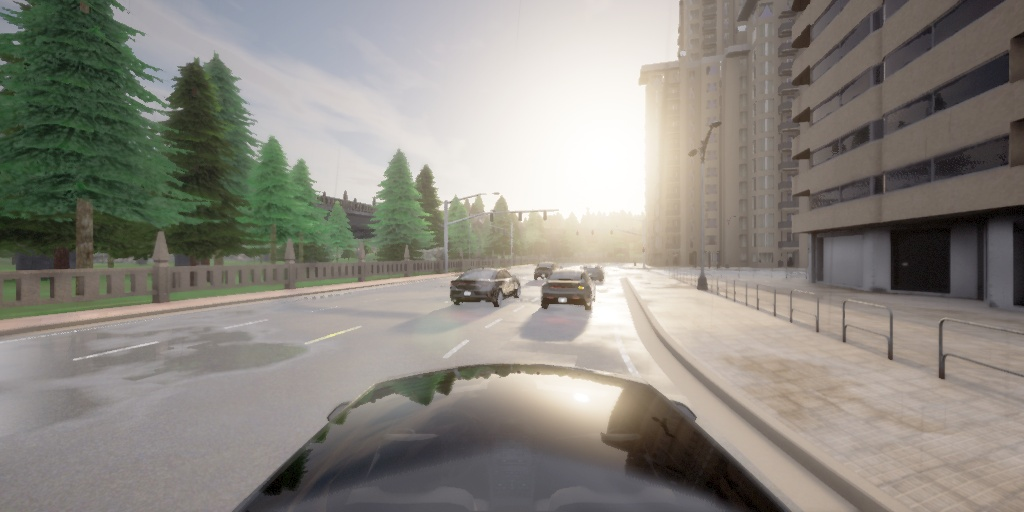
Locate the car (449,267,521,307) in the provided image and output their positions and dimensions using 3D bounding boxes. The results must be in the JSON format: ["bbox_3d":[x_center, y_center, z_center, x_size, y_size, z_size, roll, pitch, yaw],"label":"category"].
[{"bbox_3d":[-0.974,1.234,15.602,1.882,1.535,5.008,0,0,16],"label":"car"}]

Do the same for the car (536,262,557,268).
[{"bbox_3d":[3.076,1.265,30.045,1.837,1.490,4.892,0,0,16],"label":"car"}]

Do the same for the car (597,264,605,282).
[{"bbox_3d":[6.446,1.321,29.100,1.994,1.385,4.181,0,0,16],"label":"car"}]

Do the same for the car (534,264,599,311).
[{"bbox_3d":[2.396,1.265,14.657,1.837,1.490,4.892,0,0,16],"label":"car"}]
